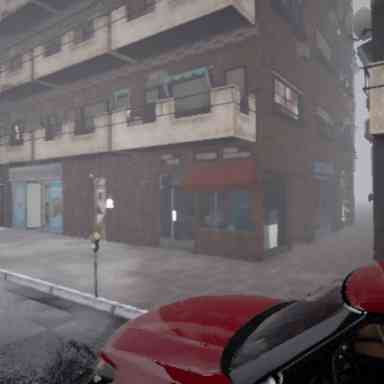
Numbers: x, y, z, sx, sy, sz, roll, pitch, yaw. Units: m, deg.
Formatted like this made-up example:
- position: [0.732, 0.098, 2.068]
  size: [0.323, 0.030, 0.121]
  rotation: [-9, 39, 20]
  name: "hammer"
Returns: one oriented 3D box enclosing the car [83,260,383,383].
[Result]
- position: [1.549, 1.316, 1.786]
  size: [5.009, 1.841, 2.192]
  rotation: [0, -1, 36]
  name: "car"
